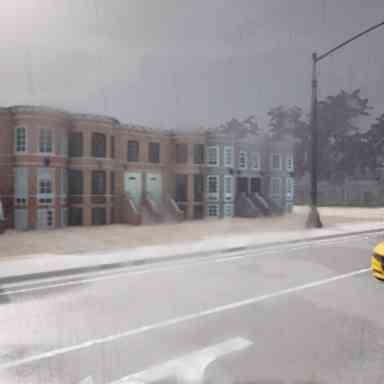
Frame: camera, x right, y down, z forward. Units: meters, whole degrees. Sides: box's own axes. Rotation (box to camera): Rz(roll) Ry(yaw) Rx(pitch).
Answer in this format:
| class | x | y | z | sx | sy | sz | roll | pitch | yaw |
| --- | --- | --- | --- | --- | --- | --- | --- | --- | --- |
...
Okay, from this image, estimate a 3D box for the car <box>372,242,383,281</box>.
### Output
| class | x | y | z | sx | sy | sz | roll | pitch | yaw |
| --- | --- | --- | --- | --- | --- | --- | --- | --- | --- |
| car | 6.668 | 1.495 | 8.709 | 5.008 | 1.535 | 1.882 | 0 | 0 | -35 |
